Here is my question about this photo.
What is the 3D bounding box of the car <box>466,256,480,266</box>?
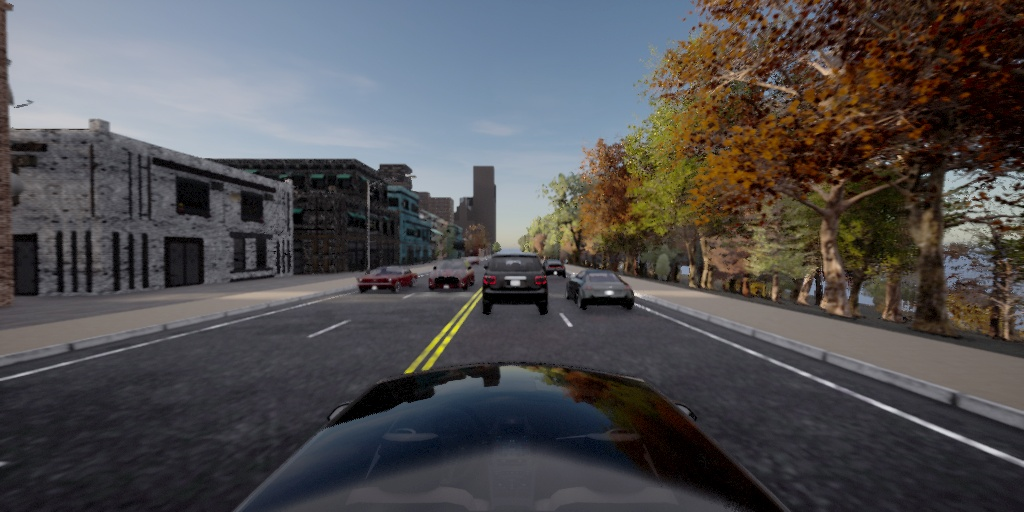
[{"bbox_3d":[-6.519,0.787,60.618,1.882,1.535,5.008,0,0,1],"label":"car"}]

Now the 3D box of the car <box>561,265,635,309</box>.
[{"bbox_3d":[3.354,1.220,14.349,1.994,1.385,4.181,0,0,0],"label":"car"}]

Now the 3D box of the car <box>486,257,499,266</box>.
[{"bbox_3d":[-3.271,0.869,61.086,1.994,1.385,4.181,0,0,1],"label":"car"}]

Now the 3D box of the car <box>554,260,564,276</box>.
[{"bbox_3d":[3.361,1.044,30.107,1.837,1.490,4.892,0,0,0],"label":"car"}]

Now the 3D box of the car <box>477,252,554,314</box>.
[{"bbox_3d":[0.104,0.884,13.499,2.150,2.045,5.566,0,0,0],"label":"car"}]

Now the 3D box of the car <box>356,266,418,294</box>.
[{"bbox_3d":[-6.594,1.218,19.434,1.895,1.301,4.718,0,0,0],"label":"car"}]

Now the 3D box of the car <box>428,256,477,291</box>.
[{"bbox_3d":[-3.341,0.961,20.535,2.097,1.767,4.553,0,0,0],"label":"car"}]
